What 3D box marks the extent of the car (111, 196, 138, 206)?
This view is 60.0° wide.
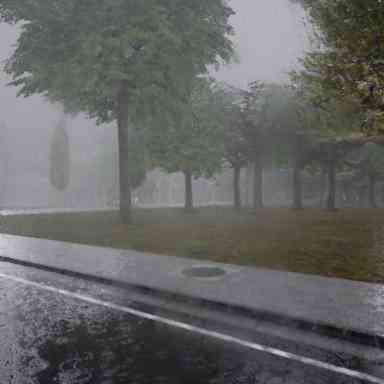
[{"bbox_3d":[-13.838,1.891,70.646,2.150,2.045,5.566,-1,-1,35],"label":"car"}]

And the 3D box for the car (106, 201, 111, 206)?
[{"bbox_3d":[-16.496,2.296,72.508,1.895,1.301,4.718,-1,-1,35],"label":"car"}]
